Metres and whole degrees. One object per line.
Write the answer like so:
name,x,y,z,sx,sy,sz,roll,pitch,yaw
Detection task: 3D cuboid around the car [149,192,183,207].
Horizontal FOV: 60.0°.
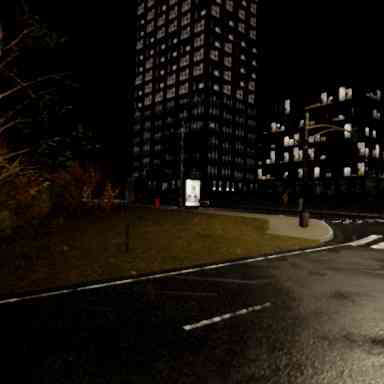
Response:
car,-2.191,0.813,35.662,1.837,1.490,4.892,3,-1,-40

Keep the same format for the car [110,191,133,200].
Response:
car,-13.532,0.632,63.486,2.128,1.511,4.902,3,-1,-43

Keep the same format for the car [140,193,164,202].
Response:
car,-6.778,0.889,56.075,1.994,1.385,4.181,3,-1,-41

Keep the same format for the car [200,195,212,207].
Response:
car,0.183,0.912,37.885,2.128,1.511,4.902,3,-1,-40

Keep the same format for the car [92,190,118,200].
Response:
car,-14.439,0.509,54.825,2.128,1.511,4.902,3,-1,-42

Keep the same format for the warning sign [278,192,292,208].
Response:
warning sign,11.074,0.976,39.612,1.300,1.860,1.060,1,-1,-40

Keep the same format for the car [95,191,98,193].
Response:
car,-17.119,0.105,52.971,2.150,2.045,5.566,3,-1,-42

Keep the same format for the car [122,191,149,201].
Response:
car,-9.247,0.755,53.967,2.033,1.411,5.357,3,-1,-41
